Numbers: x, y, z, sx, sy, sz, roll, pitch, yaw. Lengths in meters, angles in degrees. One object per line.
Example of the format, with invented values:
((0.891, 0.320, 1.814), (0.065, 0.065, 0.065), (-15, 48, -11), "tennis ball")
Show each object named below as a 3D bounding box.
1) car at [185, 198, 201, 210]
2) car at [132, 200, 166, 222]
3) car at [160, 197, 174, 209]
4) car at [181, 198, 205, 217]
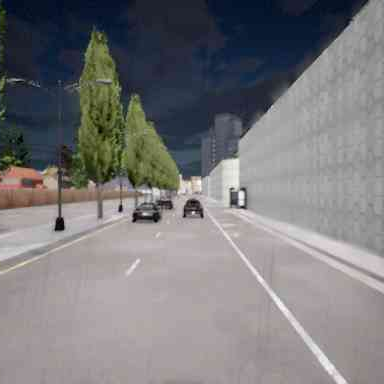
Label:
((0.109, 1.517, 43.099), (2.033, 1.411, 5.357), (0, 0, 0), "car")
((-3.416, 1.546, 26.038), (1.994, 1.385, 4.181), (0, 0, 0), "car")
((-3.412, 1.474, 43.634), (1.837, 1.490, 4.892), (0, 0, 0), "car")
((0.106, 1.485, 30.785), (1.837, 1.490, 4.892), (0, 0, 0), "car")
